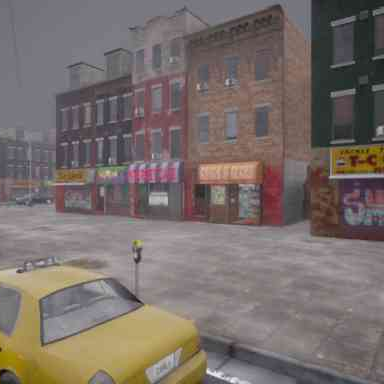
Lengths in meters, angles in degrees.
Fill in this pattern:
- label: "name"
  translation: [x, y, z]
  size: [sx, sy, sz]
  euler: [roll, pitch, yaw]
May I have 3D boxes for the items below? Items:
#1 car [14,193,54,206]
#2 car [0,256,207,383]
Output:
- label: "car"
  translation: [-20.096, 0.883, 42.508]
  size: [1.837, 1.490, 4.892]
  euler: [0, 2, 35]
- label: "car"
  translation: [-2.131, 1.525, 4.317]
  size: [4.829, 1.417, 1.752]
  euler: [0, 0, 35]
